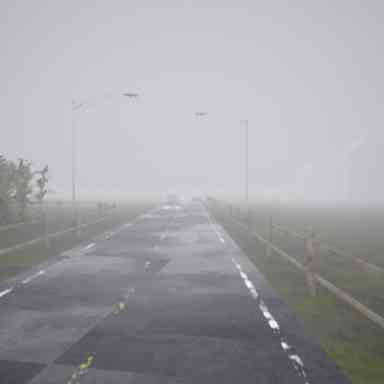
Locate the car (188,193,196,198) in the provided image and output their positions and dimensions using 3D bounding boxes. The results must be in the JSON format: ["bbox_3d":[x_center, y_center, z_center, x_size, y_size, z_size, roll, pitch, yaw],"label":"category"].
[{"bbox_3d":[-0.062,0.998,93.028,2.033,1.411,5.357,0,0,0],"label":"car"}]

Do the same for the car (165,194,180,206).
[{"bbox_3d":[-2.853,1.140,49.067,2.097,1.767,4.553,0,0,0],"label":"car"}]

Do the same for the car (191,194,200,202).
[{"bbox_3d":[0.777,1.220,69.829,1.812,1.442,4.674,0,0,0],"label":"car"}]

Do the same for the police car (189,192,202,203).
[{"bbox_3d":[0.784,1.165,59.938,1.930,1.638,5.238,0,0,0],"label":"police car"}]
